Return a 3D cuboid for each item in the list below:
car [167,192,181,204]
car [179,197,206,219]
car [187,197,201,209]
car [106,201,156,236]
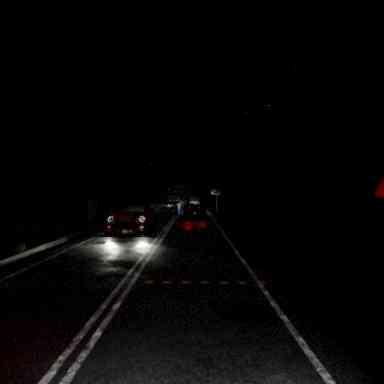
[{"bbox_3d":[-3.115,1.085,58.909,2.150,2.045,5.566,0,0,1],"label":"car"},{"bbox_3d":[0.228,1.469,28.889,2.128,1.511,4.902,0,0,0],"label":"car"},{"bbox_3d":[0.275,1.450,45.762,1.812,1.442,4.674,0,0,0],"label":"car"},{"bbox_3d":[-3.255,1.344,18.412,2.097,1.767,4.553,0,0,1],"label":"car"}]
